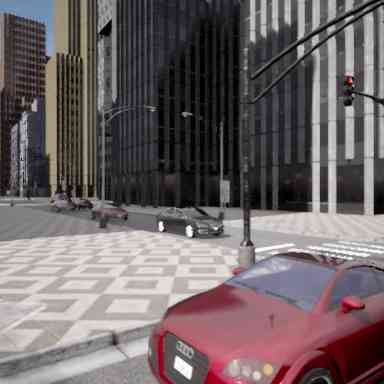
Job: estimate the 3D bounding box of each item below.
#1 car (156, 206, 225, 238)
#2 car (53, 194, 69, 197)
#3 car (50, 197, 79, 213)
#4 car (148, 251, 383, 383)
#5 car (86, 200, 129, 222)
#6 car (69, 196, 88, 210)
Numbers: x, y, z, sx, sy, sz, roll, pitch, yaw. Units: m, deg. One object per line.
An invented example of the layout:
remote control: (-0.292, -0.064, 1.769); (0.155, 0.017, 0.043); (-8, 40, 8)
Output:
car: (-0.226, 1.551, 18.131); (1.837, 1.490, 4.892); (0, 0, -35)
car: (-20.620, 1.375, 52.092); (2.150, 2.045, 5.566); (0, 0, -35)
car: (-15.340, 1.647, 39.387); (1.812, 1.442, 4.674); (0, 0, -35)
car: (1.534, 1.566, 4.471); (4.181, 1.385, 1.994); (0, 0, -35)
car: (-6.896, 1.607, 27.488); (1.812, 1.442, 4.674); (0, 0, -35)
car: (-14.547, 1.631, 43.640); (1.837, 1.490, 4.892); (0, 0, -35)
